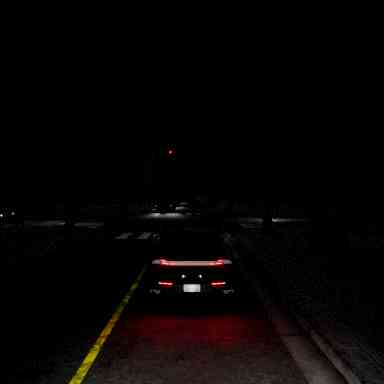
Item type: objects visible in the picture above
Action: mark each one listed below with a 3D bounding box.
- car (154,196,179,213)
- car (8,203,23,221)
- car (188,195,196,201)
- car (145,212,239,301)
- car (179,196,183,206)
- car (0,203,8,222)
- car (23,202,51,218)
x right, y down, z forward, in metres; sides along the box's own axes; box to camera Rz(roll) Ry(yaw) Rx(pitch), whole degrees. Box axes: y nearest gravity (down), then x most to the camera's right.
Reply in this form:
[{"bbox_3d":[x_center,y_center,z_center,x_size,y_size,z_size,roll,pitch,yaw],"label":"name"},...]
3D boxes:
[{"bbox_3d":[-2.855,1.334,35.948,2.097,1.767,4.553,0,0,0],"label":"car"},{"bbox_3d":[-15.688,1.209,24.011,5.566,2.045,2.150,0,0,0],"label":"car"},{"bbox_3d":[-0.012,1.451,81.346,1.812,1.442,4.674,0,0,0],"label":"car"},{"bbox_3d":[0.000,1.492,8.323,2.128,1.511,4.902,0,0,0],"label":"car"},{"bbox_3d":[-2.853,1.527,49.947,1.994,1.385,4.181,0,0,0],"label":"car"},{"bbox_3d":[-14.773,1.540,21.470,4.313,1.339,1.947,0,0,0],"label":"car"},{"bbox_3d":[-14.768,1.580,29.496,4.313,1.339,1.947,0,0,0],"label":"car"}]
